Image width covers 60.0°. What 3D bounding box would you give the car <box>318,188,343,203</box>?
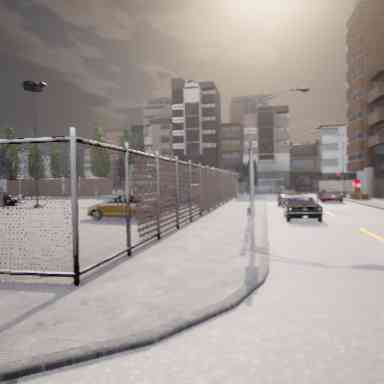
[{"bbox_3d":[13.586,0.307,32.997,1.994,1.385,4.181,-1,2,12],"label":"car"}]

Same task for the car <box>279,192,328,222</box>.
[{"bbox_3d":[6.267,0.897,19.195,1.895,1.301,4.718,-1,2,12],"label":"car"}]

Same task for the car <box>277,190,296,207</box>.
[{"bbox_3d":[8.431,0.527,29.021,1.994,1.385,4.181,-1,2,12],"label":"car"}]
